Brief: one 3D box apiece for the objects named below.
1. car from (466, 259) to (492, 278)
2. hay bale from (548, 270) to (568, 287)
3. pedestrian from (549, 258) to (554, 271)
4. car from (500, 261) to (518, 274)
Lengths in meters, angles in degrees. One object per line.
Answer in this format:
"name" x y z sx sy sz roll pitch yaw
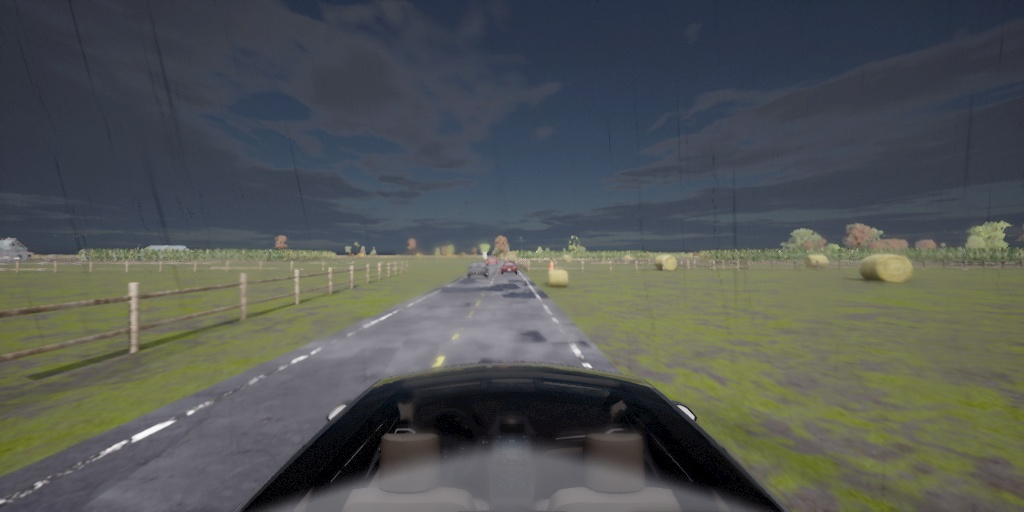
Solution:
"car" -3.116 1.281 33.779 1.837 1.490 4.892 0 0 -1
"hay bale" 2.999 1.424 23.429 1.220 1.180 1.240 0 0 -1
"pedestrian" 2.686 1.063 24.593 0.375 1.860 0.375 0 0 1
"car" -0.315 1.303 40.650 1.812 1.442 4.674 0 0 -1
